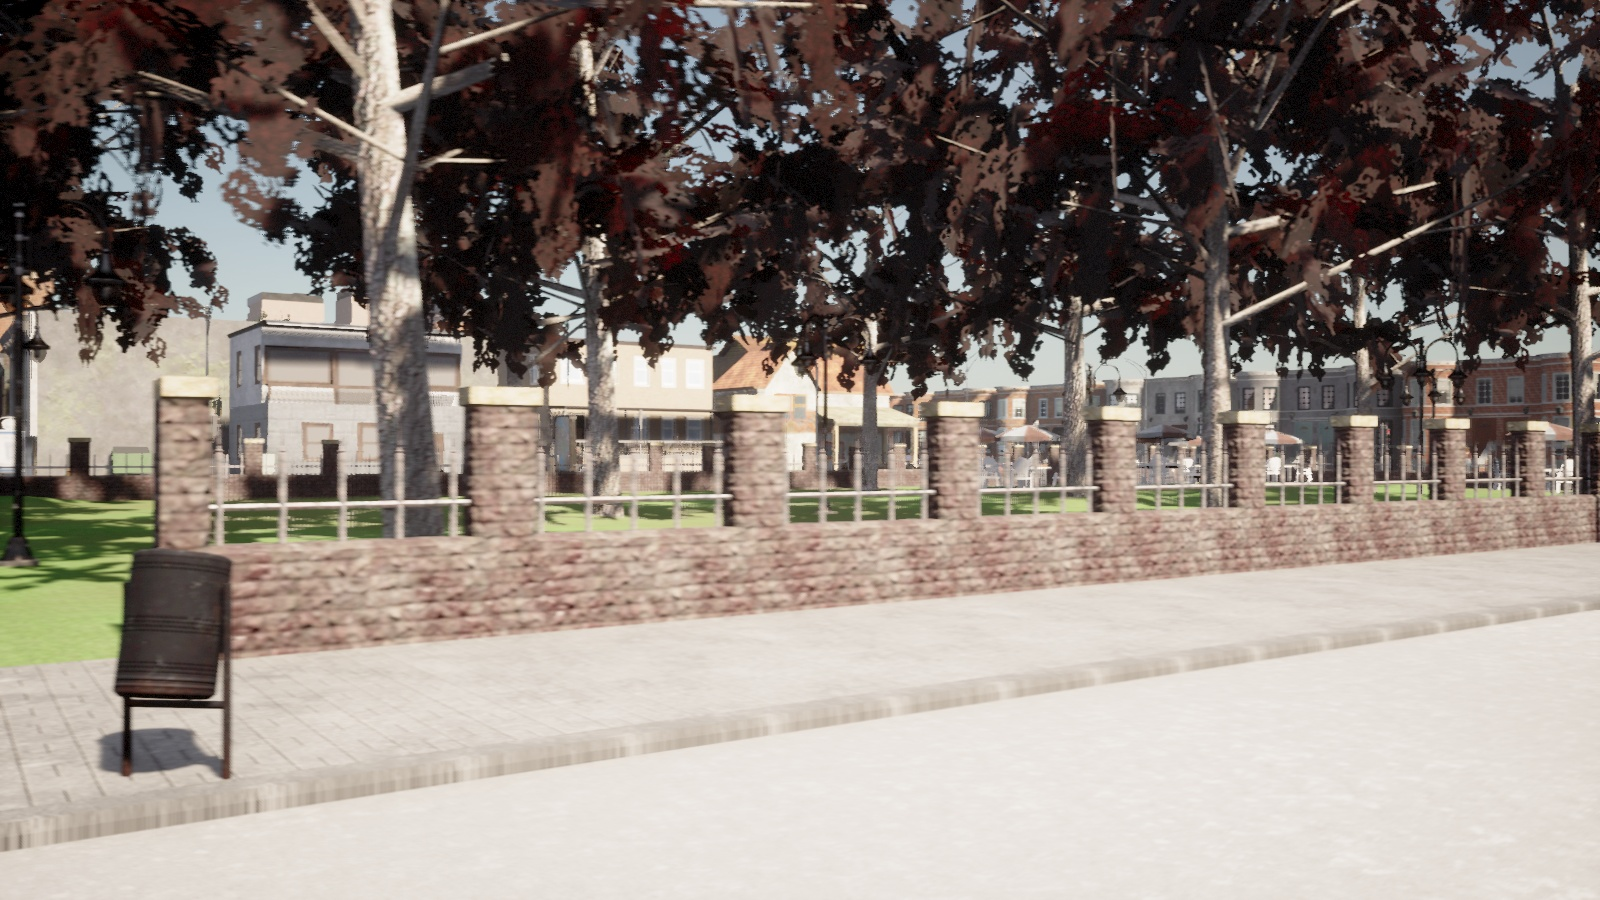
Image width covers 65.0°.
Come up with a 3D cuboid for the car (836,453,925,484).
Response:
[{"bbox_3d":[4.010,0.903,62.241,4.193,1.474,1.816,0,0,-35],"label":"car"}]
